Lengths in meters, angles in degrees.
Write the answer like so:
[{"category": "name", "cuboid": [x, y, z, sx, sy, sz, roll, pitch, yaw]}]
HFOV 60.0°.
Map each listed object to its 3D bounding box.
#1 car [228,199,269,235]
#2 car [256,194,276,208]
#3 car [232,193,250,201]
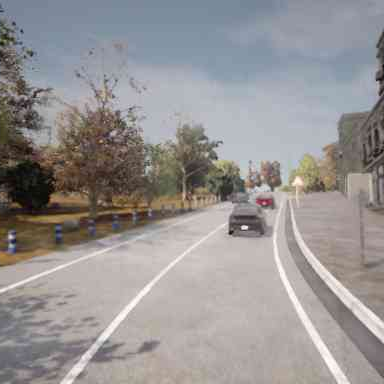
[{"category": "car", "cuboid": [3.122, 1.409, 18.388, 1.837, 1.490, 4.892, -1, 1, 14]}, {"category": "car", "cuboid": [7.987, 0.900, 36.003, 1.882, 1.535, 5.008, -1, 1, 16]}, {"category": "car", "cuboid": [6.310, 0.889, 42.483, 1.994, 1.385, 4.181, -1, 1, 16]}]
